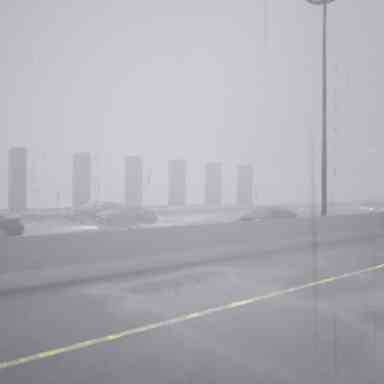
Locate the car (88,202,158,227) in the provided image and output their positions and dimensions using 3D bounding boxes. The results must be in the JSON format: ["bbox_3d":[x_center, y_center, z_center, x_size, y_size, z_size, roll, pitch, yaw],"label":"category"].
[{"bbox_3d":[-4.406,1.539,22.353,4.181,1.385,1.994,0,0,-36],"label":"car"}]

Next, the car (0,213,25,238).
[{"bbox_3d":[-9.887,1.441,14.136,5.008,1.535,1.882,0,0,-36],"label":"car"}]

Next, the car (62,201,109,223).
[{"bbox_3d":[-7.040,1.458,24.770,4.902,1.511,2.128,0,0,-36],"label":"car"}]

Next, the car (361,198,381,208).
[{"bbox_3d":[27.229,1.615,50.143,4.181,1.385,1.994,0,0,-36],"label":"car"}]

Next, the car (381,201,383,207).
[{"bbox_3d":[29.430,1.414,47.423,4.553,1.767,2.097,0,0,-36],"label":"car"}]

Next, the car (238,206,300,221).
[{"bbox_3d":[4.787,1.567,20.355,4.181,1.385,1.994,0,0,-36],"label":"car"}]
